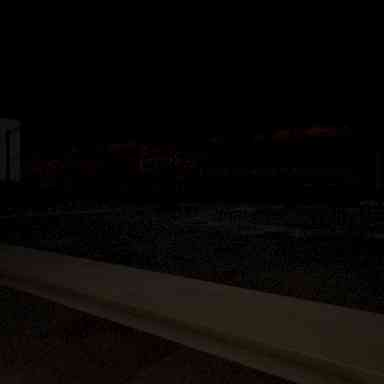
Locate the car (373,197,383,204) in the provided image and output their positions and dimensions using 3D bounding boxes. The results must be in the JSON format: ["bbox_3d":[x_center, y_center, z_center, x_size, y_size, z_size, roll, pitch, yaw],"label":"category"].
[{"bbox_3d":[37.527,1.734,65.323,2.038,1.542,4.974,1,1,6],"label":"car"}]

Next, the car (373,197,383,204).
[{"bbox_3d":[37.534,1.576,65.374,1.853,1.218,4.536,1,1,6],"label":"car"}]
